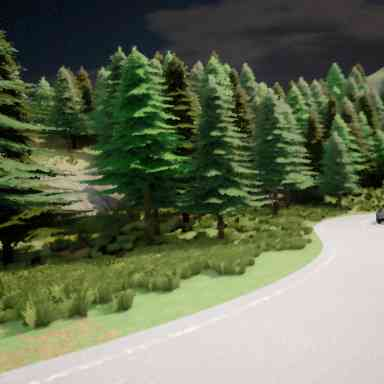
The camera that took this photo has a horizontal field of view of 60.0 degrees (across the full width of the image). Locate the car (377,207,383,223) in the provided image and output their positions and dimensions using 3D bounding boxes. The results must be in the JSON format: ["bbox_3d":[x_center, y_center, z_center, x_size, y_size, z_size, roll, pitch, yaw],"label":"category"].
[{"bbox_3d":[17.584,2.020,29.578,1.994,1.385,4.181,-3,-2,31],"label":"car"}]
